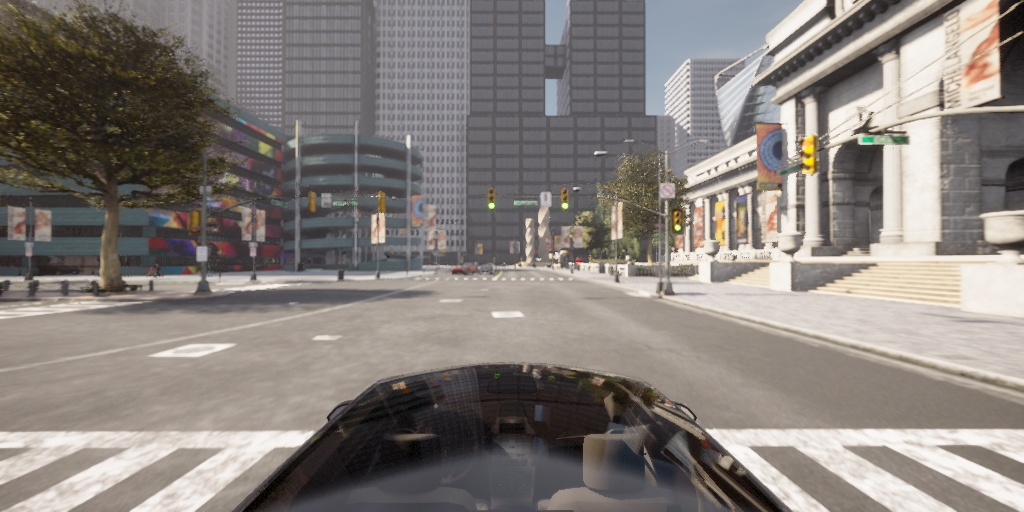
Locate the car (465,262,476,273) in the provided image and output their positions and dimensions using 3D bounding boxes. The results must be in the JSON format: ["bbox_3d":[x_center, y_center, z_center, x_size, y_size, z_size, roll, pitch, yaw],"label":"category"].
[{"bbox_3d":[-7.098,1.805,57.983,2.097,1.767,4.553,0,-1,0],"label":"car"}]

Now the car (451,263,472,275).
[{"bbox_3d":[-7.090,1.944,49.185,1.895,1.301,4.718,0,-1,0],"label":"car"}]

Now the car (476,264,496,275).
[{"bbox_3d":[-3.594,1.865,50.515,1.837,1.490,4.892,0,-1,0],"label":"car"}]

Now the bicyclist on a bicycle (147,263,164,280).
[{"bbox_3d":[-34.224,1.457,34.407,0.582,1.620,1.656,0,0,0],"label":"bicyclist on a bicycle"}]
